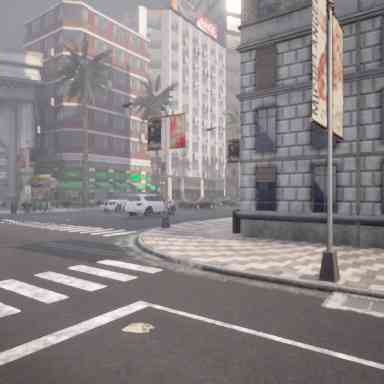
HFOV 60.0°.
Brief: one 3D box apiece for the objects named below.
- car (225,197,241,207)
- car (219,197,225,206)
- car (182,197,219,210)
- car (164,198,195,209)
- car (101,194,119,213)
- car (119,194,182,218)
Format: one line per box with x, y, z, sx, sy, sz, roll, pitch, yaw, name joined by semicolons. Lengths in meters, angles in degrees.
7.550;1.563;51.169;4.181;1.385;1.994;0;0;-43;car
4.995;1.491;53.551;4.902;1.511;2.128;0;0;-44;car
1.013;1.477;43.578;1.882;1.535;5.008;0;0;38;car
-1.663;1.525;45.798;1.812;1.442;4.674;0;0;37;car
-7.670;1.221;37.800;2.150;2.045;5.566;0;0;36;car
-3.735;1.221;31.003;2.150;2.045;5.566;0;0;36;car
